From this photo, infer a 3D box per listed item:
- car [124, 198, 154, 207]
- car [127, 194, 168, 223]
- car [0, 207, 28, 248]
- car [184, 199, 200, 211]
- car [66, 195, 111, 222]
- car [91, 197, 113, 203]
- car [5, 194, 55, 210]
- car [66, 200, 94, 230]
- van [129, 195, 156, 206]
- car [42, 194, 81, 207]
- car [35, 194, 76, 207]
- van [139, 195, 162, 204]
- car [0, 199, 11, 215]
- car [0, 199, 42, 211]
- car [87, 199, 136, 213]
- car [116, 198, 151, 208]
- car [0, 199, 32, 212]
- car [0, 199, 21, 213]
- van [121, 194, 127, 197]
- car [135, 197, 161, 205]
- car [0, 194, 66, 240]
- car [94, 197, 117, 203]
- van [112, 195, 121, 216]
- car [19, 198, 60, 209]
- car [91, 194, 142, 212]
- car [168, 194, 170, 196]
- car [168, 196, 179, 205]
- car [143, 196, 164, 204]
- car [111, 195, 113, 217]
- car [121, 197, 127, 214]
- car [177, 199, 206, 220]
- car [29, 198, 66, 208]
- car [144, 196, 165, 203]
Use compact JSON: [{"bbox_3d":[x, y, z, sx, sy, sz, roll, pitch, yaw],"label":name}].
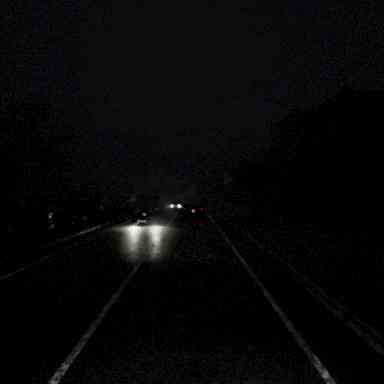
[{"bbox_3d":[-8.902,1.726,56.533,4.792,1.488,2.163,0,-1,0],"label":"car"},{"bbox_3d":[-3.345,1.238,26.166,2.150,2.045,5.566,0,0,0],"label":"car"},{"bbox_3d":[-8.840,1.435,11.689,4.892,1.521,2.231,0,0,0],"label":"car"},{"bbox_3d":[0.062,1.675,44.369,2.033,1.411,5.357,0,0,0],"label":"car"},{"bbox_3d":[-8.869,1.213,22.900,5.566,2.045,2.435,0,0,0],"label":"car"},{"bbox_3d":[-21.988,1.932,81.374,4.892,1.521,2.231,0,-1,0],"label":"car"},{"bbox_3d":[-21.911,1.350,45.138,5.566,2.045,2.435,0,0,0],"label":"car"},{"bbox_3d":[-8.847,1.451,20.094,4.892,1.521,2.231,0,0,0],"label":"car"},{"bbox_3d":[-8.760,1.497,59.339,4.442,1.987,1.878,0,-1,0],"label":"van"},{"bbox_3d":[-21.924,1.443,56.155,5.566,2.045,2.435,0,-1,0],"label":"car"},{"bbox_3d":[-21.920,1.418,53.493,5.566,2.045,2.435,0,-1,0],"label":"car"},{"bbox_3d":[-8.773,1.603,70.551,4.442,1.987,1.878,0,-1,0],"label":"van"},{"bbox_3d":[-21.741,1.527,33.997,5.366,1.575,1.946,0,0,0],"label":"car"},{"bbox_3d":[-21.964,1.611,42.353,4.792,1.488,2.163,0,0,0],"label":"car"},{"bbox_3d":[-8.844,1.547,36.914,5.008,1.535,2.097,0,0,0],"label":"car"},{"bbox_3d":[-8.861,1.645,50.930,5.008,1.535,2.097,0,-1,0],"label":"car"},{"bbox_3d":[-21.903,1.594,39.568,4.792,1.488,2.163,0,0,0],"label":"car"},{"bbox_3d":[-21.924,1.547,36.783,5.008,1.535,2.097,0,0,0],"label":"car"},{"bbox_3d":[-8.963,1.304,34.112,4.442,1.987,1.878,0,0,0],"label":"van"},{"bbox_3d":[-8.881,1.802,67.746,5.008,1.535,2.097,0,-1,0],"label":"car"},{"bbox_3d":[-8.872,1.185,14.490,5.566,2.045,2.435,0,0,0],"label":"car"},{"bbox_3d":[-21.800,1.954,84.151,5.366,1.575,1.946,0,-1,0],"label":"car"},{"bbox_3d":[-8.726,1.269,28.505,4.442,1.987,1.878,0,0,0],"label":"van"},{"bbox_3d":[-21.937,1.622,47.922,5.008,1.535,2.097,0,0,0],"label":"car"},{"bbox_3d":[-8.881,1.313,39.719,5.566,2.045,2.435,0,0,0],"label":"car"},{"bbox_3d":[-8.875,1.683,81.764,5.566,2.045,2.435,0,-1,0],"label":"car"},{"bbox_3d":[-3.247,1.917,66.625,1.895,1.301,4.718,0,-1,0],"label":"car"},{"bbox_3d":[-8.865,1.756,76.156,4.553,1.767,2.185,0,-1,0],"label":"car"},{"bbox_3d":[-8.809,1.352,25.700,4.553,1.767,2.185,0,0,0],"label":"car"},{"bbox_3d":[-8.838,1.514,31.308,4.892,1.521,2.231,0,0,0],"label":"car"},{"bbox_3d":[0.102,1.534,28.509,2.163,1.488,4.792,0,0,0],"label":"car"},{"bbox_3d":[-21.943,1.683,50.583,4.674,1.452,2.002,0,0,0],"label":"car"},{"bbox_3d":[-8.869,1.782,78.960,4.553,1.767,2.185,0,-1,0],"label":"car"}]
